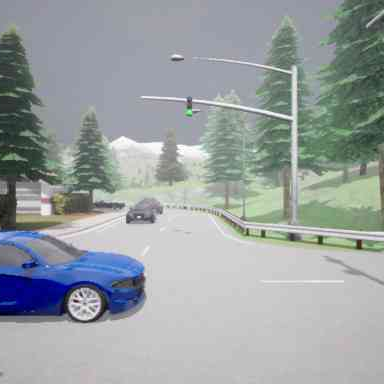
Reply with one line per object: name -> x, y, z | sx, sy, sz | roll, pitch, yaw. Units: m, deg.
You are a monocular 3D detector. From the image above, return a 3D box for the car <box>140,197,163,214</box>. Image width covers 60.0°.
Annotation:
car -> -4.472, 1.352, 34.918 | 2.097, 1.767, 4.553 | 0, 0, -19

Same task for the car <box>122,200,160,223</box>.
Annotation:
car -> -3.734, 1.564, 25.120 | 1.994, 1.385, 4.181 | 0, 0, -2

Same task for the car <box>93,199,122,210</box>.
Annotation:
car -> -10.969, 1.608, 42.721 | 4.718, 1.301, 1.895 | 0, 0, 15

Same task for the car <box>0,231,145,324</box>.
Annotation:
car -> -3.440, 1.535, 6.559 | 5.008, 1.535, 1.882 | 1, 0, -1
